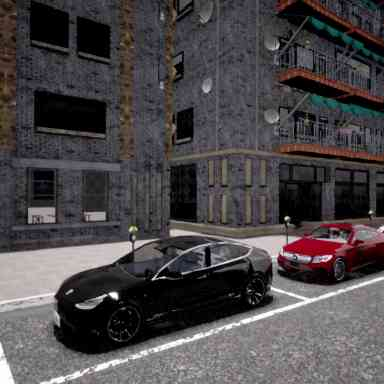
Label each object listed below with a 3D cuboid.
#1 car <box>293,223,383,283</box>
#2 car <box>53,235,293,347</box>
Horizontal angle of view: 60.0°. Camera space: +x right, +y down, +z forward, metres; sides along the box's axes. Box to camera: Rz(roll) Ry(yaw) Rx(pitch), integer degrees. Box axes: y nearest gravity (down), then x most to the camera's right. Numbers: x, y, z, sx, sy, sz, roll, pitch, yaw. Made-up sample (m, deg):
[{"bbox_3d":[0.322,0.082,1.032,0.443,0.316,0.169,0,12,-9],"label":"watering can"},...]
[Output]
[{"bbox_3d":[4.303,1.585,9.662,4.206,1.307,1.802,0,0,-36],"label":"car"},{"bbox_3d":[-0.294,1.566,6.356,4.313,1.339,1.947,0,0,-36],"label":"car"}]
